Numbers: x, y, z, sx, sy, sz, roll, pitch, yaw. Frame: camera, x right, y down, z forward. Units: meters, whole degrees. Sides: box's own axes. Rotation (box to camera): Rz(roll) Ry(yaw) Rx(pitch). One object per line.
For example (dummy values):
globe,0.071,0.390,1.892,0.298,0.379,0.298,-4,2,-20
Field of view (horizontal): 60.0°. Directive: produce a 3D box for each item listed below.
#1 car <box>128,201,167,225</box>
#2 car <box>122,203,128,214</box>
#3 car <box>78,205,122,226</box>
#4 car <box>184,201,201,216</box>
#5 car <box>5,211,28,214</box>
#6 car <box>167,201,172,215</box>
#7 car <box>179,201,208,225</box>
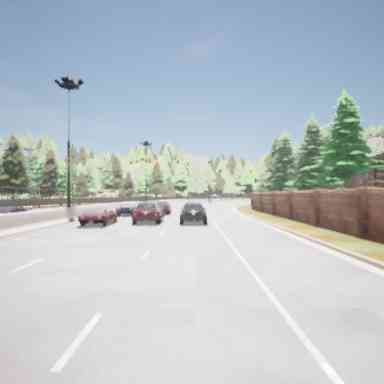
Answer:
car,-3.399,1.568,26.480,2.097,1.767,4.553,0,0,0
car,-6.935,1.903,36.984,1.895,1.301,4.718,0,0,1
car,-6.889,1.806,24.956,1.895,1.301,4.718,0,0,0
car,0.068,1.817,38.135,1.837,1.490,4.892,0,0,1
car,-14.021,1.757,25.293,2.033,1.411,5.357,0,0,1
car,-3.411,1.794,38.906,1.882,1.535,5.008,0,0,1
car,0.113,1.565,26.204,2.097,1.767,4.553,0,0,0
